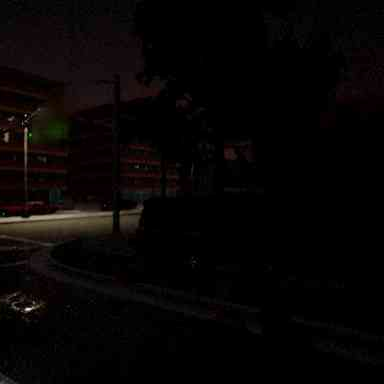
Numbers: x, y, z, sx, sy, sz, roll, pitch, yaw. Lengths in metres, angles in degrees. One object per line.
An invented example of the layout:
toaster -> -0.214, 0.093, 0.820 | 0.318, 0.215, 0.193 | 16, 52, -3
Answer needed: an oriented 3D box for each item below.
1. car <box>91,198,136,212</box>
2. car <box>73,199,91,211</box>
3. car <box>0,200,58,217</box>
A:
car -> -8.677, 1.425, 38.370 | 1.882, 1.535, 5.008 | 0, 0, 36
car -> -12.021, 1.503, 39.714 | 1.994, 1.385, 4.181 | 0, 0, 36
car -> -14.709, 1.548, 30.087 | 1.895, 1.301, 4.718 | 0, 0, 33
